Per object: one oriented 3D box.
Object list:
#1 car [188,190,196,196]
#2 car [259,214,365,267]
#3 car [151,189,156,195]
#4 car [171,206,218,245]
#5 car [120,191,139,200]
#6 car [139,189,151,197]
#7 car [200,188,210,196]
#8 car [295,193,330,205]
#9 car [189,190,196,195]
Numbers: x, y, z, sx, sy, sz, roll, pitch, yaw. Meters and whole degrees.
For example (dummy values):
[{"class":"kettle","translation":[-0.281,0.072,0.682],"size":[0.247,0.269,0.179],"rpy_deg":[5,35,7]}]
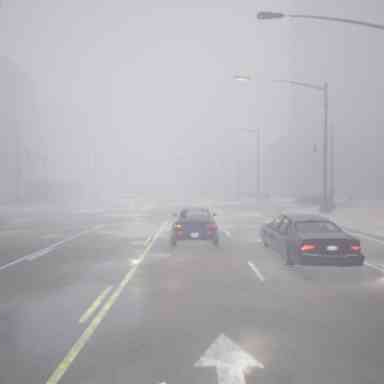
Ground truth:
[{"class":"car","translation":[0.008,0.200,81.417],"size":[1.882,1.535,5.008],"rpy_deg":[0,1,0]},{"class":"car","translation":[3.604,1.435,11.020],"size":[2.033,1.411,5.357],"rpy_deg":[0,1,0]},{"class":"car","translation":[-10.492,0.011,85.304],"size":[1.882,1.535,5.008],"rpy_deg":[0,1,0]},{"class":"car","translation":[0.112,1.341,14.318],"size":[1.812,1.442,4.674],"rpy_deg":[0,1,0]},{"class":"car","translation":[-10.546,0.527,55.075],"size":[1.812,1.442,4.674],"rpy_deg":[0,1,1]},{"class":"car","translation":[-10.493,0.360,70.318],"size":[2.128,1.511,4.902],"rpy_deg":[0,1,0]},{"class":"car","translation":[3.508,0.262,81.417],"size":[2.033,1.411,5.357],"rpy_deg":[0,1,0]},{"class":"car","translation":[14.399,0.821,39.185],"size":[4.181,1.385,1.994],"rpy_deg":[0,1,1]},{"class":"car","translation":[0.009,0.145,91.865],"size":[1.895,1.301,4.718],"rpy_deg":[0,1,0]}]
